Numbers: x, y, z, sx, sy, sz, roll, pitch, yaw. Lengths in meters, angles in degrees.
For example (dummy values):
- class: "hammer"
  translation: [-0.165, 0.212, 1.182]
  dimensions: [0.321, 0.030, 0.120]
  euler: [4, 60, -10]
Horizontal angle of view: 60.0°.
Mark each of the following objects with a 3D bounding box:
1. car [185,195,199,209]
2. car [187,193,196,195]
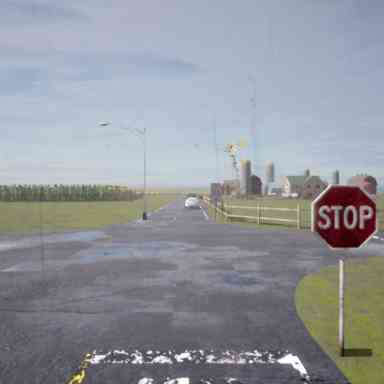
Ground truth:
- class: "car"
  translation: [0.026, 1.520, 46.444]
  dimensions: [1.812, 1.442, 4.674]
  euler: [0, 0, 0]
- class: "car"
  translation: [-0.112, 1.224, 71.130]
  dimensions: [2.150, 2.045, 5.566]
  euler: [0, 0, 0]
